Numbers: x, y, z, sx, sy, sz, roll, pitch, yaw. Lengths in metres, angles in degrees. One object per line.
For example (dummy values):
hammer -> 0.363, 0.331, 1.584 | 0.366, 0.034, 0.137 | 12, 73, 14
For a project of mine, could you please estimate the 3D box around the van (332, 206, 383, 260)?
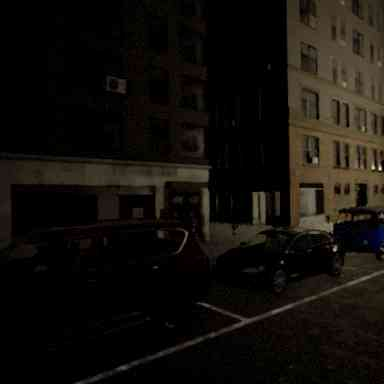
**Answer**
van -> 6.878, 1.439, 12.529 | 3.998, 1.788, 1.690 | 0, -1, -39

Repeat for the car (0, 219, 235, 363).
car -> -1.915, 1.436, 5.374 | 5.009, 1.841, 2.192 | 0, -1, -39

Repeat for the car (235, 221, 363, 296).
car -> 2.484, 1.660, 8.947 | 4.403, 1.369, 2.008 | 0, -1, -39
